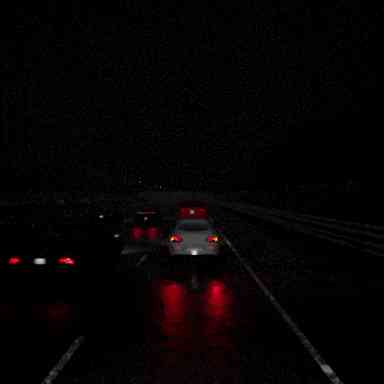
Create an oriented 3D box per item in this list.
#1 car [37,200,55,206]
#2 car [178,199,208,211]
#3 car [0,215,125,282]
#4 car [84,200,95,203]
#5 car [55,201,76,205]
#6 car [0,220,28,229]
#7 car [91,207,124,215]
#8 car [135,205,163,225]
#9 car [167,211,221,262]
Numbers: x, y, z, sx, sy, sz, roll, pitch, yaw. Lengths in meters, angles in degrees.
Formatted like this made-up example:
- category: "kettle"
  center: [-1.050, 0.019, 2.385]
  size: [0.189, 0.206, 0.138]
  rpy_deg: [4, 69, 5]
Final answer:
- category: "car"
  center: [-24.532, 2.155, 56.575]
  size: [1.837, 1.490, 4.892]
  rpy_deg: [0, -1, 1]
- category: "car"
  center: [0.037, 1.530, 26.206]
  size: [2.150, 2.045, 5.566]
  rpy_deg: [0, 0, 1]
- category: "car"
  center: [-3.475, 1.669, 10.150]
  size: [2.033, 1.411, 5.357]
  rpy_deg: [0, -1, 1]
- category: "car"
  center: [-17.545, 2.177, 56.630]
  size: [1.812, 1.442, 4.674]
  rpy_deg: [0, -1, 1]
- category: "car"
  center: [-21.032, 2.252, 56.584]
  size: [1.895, 1.301, 4.718]
  rpy_deg: [0, -1, 1]
- category: "car"
  center: [-6.950, 1.712, 12.383]
  size: [1.994, 1.385, 4.181]
  rpy_deg: [0, -1, 0]
- category: "car"
  center: [-6.950, 1.887, 27.589]
  size: [1.994, 1.385, 4.181]
  rpy_deg: [0, -1, 1]
- category: "car"
  center: [-3.452, 1.811, 27.299]
  size: [2.128, 1.511, 4.902]
  rpy_deg: [0, -1, 0]
- category: "car"
  center: [0.041, 1.676, 12.677]
  size: [1.812, 1.442, 4.674]
  rpy_deg: [0, -1, -1]
